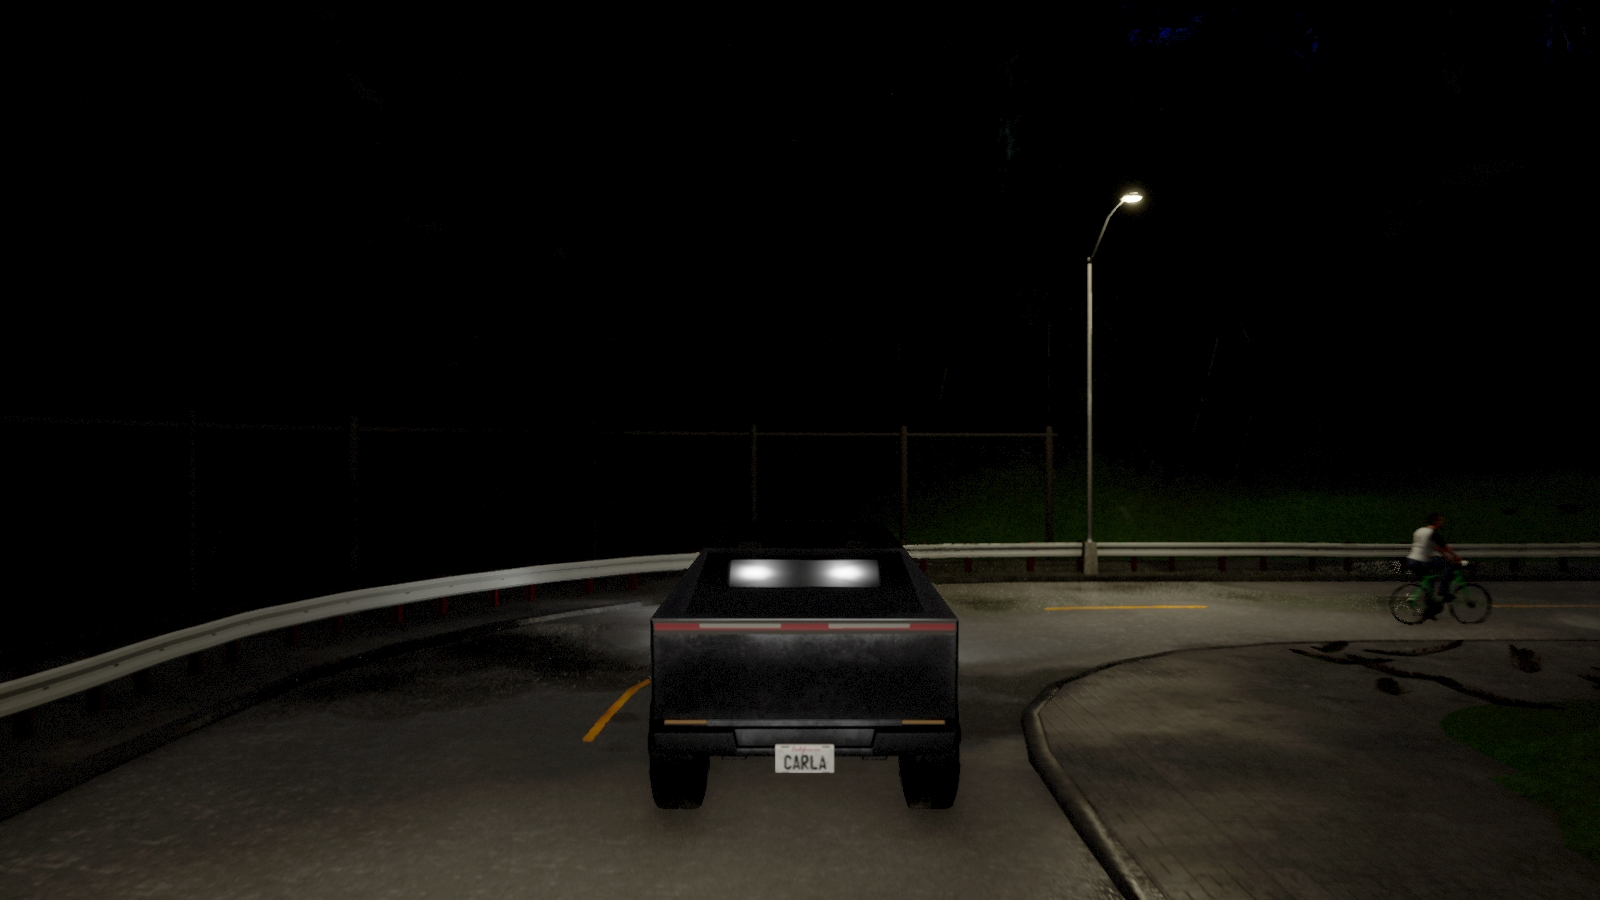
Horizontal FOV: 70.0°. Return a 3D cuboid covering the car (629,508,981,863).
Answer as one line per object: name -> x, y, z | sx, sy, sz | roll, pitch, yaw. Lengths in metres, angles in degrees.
car -> 0.035, 1.755, 10.884 | 2.390, 2.098, 6.274 | 0, 0, 0
